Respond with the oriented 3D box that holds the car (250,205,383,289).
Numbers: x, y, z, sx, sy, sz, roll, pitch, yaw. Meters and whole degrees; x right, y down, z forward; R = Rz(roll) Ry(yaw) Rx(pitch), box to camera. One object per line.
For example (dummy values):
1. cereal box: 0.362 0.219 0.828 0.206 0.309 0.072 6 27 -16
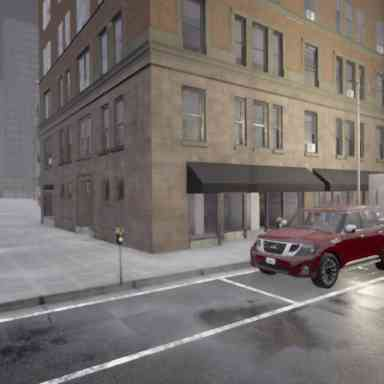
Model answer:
1. car: 3.902 1.311 9.338 5.009 1.841 2.192 0 -1 -36
